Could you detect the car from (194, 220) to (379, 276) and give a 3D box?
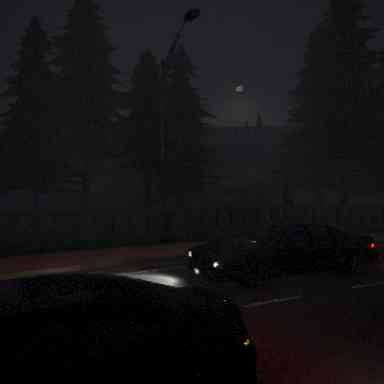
[{"bbox_3d":[2.549,1.505,8.992,5.357,1.411,2.033,0,0,-24],"label":"car"}]

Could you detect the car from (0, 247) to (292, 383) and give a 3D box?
[{"bbox_3d":[-1.539,1.500,2.614,4.674,1.442,1.812,0,0,-33],"label":"car"}]
